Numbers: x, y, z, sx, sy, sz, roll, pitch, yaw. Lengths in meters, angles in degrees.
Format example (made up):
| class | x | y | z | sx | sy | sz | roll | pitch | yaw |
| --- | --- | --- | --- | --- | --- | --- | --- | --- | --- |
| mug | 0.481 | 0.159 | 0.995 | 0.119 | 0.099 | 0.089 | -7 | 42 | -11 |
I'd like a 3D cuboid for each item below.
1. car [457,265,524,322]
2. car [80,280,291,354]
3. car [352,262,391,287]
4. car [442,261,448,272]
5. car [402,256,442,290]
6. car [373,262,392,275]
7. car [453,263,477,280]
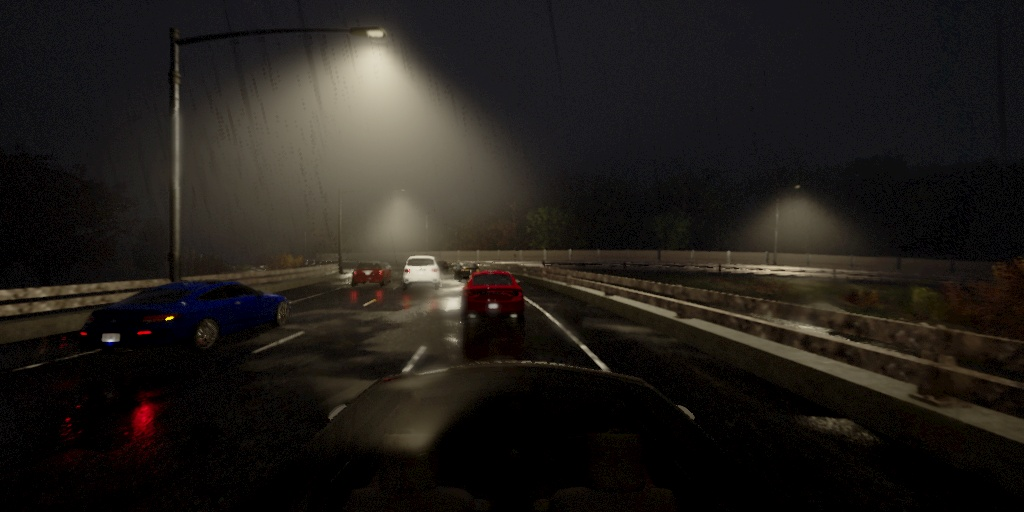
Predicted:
| class | x | y | z | sx | sy | sz | roll | pitch | yaw |
| --- | --- | --- | --- | --- | --- | --- | --- | --- | --- |
| car | -0.731 | 1.246 | 12.443 | 1.882 | 1.535 | 5.008 | 0 | 0 | -5 |
| car | -7.452 | 1.315 | 8.820 | 1.812 | 1.442 | 4.674 | 0 | 0 | -4 |
| car | -9.954 | 1.174 | 25.695 | 2.097 | 1.767 | 4.553 | 0 | 0 | -12 |
| car | -9.688 | 1.330 | 46.866 | 1.882 | 1.535 | 5.008 | 0 | 0 | -24 |
| car | -5.849 | 1.028 | 23.561 | 2.150 | 2.045 | 5.566 | 0 | 0 | -12 |
| car | -15.802 | 1.472 | 43.500 | 1.895 | 1.301 | 4.718 | 0 | 0 | -23 |
| car | -3.740 | 1.297 | 29.670 | 2.128 | 1.511 | 4.902 | 0 | 0 | -14 |
